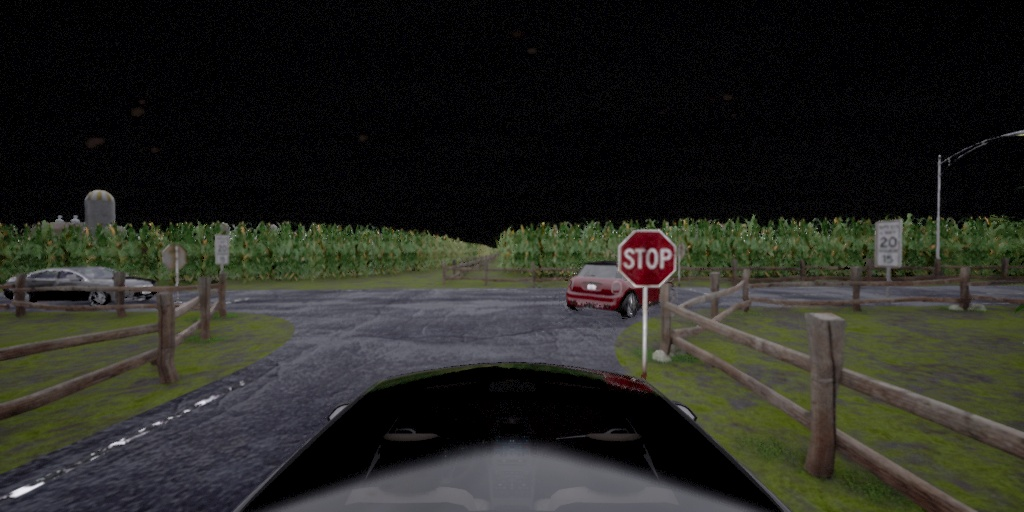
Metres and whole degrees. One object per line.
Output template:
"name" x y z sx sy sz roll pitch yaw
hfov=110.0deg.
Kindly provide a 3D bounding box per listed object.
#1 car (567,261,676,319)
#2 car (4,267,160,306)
"car" 3.907 0.933 12.458 2.097 1.767 4.553 1 2 44
"car" -17.168 1.188 14.461 4.902 1.511 2.128 0 1 0
